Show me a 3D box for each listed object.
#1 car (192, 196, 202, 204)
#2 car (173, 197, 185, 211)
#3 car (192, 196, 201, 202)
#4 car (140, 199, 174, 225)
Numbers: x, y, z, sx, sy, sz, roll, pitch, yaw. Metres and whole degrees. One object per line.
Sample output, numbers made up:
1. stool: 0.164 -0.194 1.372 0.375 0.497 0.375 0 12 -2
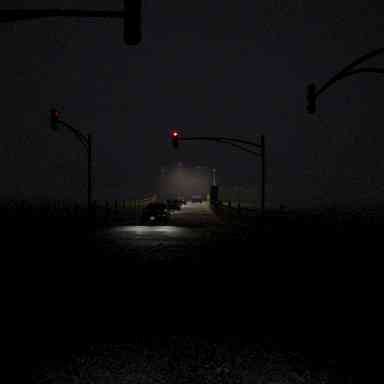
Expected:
1. car: 1.030 1.495 65.895 1.882 1.535 5.008 0 0 1
2. car: -2.323 1.555 40.223 2.033 1.411 5.357 0 0 1
3. car: 1.092 1.617 75.929 1.895 1.301 4.718 0 0 1
4. car: -2.570 1.509 24.226 1.837 1.490 4.892 0 -1 1
